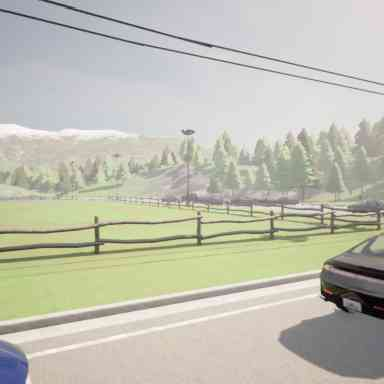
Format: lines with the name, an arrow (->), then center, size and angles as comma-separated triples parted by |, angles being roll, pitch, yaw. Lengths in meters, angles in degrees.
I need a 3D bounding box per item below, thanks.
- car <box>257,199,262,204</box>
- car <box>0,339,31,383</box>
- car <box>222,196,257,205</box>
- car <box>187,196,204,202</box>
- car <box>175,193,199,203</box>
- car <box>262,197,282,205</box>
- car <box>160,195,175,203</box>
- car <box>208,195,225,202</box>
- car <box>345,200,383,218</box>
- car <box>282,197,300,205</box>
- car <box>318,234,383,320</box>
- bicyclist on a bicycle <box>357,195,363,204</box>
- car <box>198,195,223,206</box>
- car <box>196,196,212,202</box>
car -> 9.569, 1.499, 58.980 | 1.882, 1.535, 5.008 | 0, 0, -28
car -> -3.440, 1.524, 1.775 | 4.674, 1.442, 1.812 | 0, 0, -29
car -> 7.794, 1.566, 54.907 | 2.033, 1.411, 5.357 | 0, 0, -28
car -> 0.691, 1.572, 75.154 | 1.994, 1.385, 4.181 | 0, 0, -28
car -> -0.831, 1.240, 70.704 | 2.150, 2.045, 5.566 | 0, 0, -28
car -> 13.319, 1.624, 59.404 | 1.895, 1.301, 4.718 | 0, 0, -28
car -> -5.138, 1.367, 71.273 | 2.097, 1.767, 4.553 | 0, 0, -28
car -> 5.894, 1.524, 80.245 | 1.837, 1.490, 4.892 | 0, 0, -28
car -> 16.770, 1.511, 30.994 | 2.128, 1.511, 4.902 | 0, 0, -28
car -> 16.922, 1.574, 60.106 | 2.033, 1.411, 5.357 | 0, 0, -28
car -> 4.552, 1.496, 6.196 | 4.902, 1.511, 2.128 | 0, 0, -29
bicyclist on a bicycle -> 26.089, 1.333, 51.507 | 1.656, 1.620, 0.582 | 0, 0, -28
car -> 3.452, 1.542, 55.572 | 1.812, 1.442, 4.674 | 0, 0, -28
car -> 2.798, 1.574, 78.613 | 1.994, 1.385, 4.181 | 0, 0, -28
